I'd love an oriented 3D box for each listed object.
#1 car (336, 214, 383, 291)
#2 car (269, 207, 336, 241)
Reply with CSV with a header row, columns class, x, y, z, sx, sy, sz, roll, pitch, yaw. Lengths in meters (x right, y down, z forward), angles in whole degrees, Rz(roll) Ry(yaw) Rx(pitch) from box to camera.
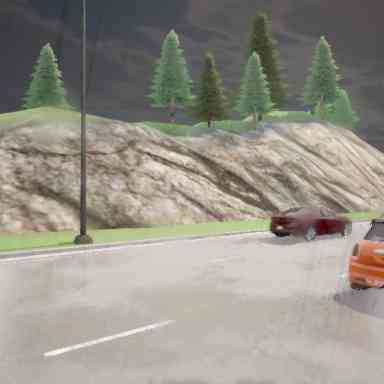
class,x,y,z,sx,sy,sz,roll,pitch,yaw
car,5.719,1.353,7.838,4.553,1.767,2.097,0,0,-36
car,6.017,1.477,16.656,5.008,1.535,1.882,0,0,-36
